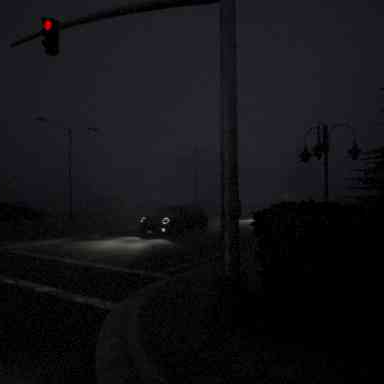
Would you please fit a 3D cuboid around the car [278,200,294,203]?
[{"bbox_3d":[9.587,1.625,34.261,2.128,1.511,4.902,-1,-1,35],"label":"car"}]

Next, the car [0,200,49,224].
[{"bbox_3d":[-13.725,1.633,25.274,2.007,1.523,4.514,-1,0,35],"label":"car"}]

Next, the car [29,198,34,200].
[{"bbox_3d":[-21.617,1.784,40.115,1.845,1.501,3.633,-1,0,35],"label":"car"}]

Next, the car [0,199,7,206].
[{"bbox_3d":[-39.502,2.099,65.800,2.007,1.523,4.514,-1,0,35],"label":"car"}]

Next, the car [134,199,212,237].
[{"bbox_3d":[-0.934,1.484,18.987,2.097,1.767,4.553,-1,0,34],"label":"car"}]

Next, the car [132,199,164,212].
[{"bbox_3d":[-5.487,1.711,42.231,1.970,1.475,3.806,-1,0,35],"label":"car"}]

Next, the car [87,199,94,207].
[{"bbox_3d":[-16.543,1.616,58.709,1.905,1.878,3.866,-1,0,35],"label":"car"}]

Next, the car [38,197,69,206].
[{"bbox_3d":[-27.018,1.839,66.052,2.152,1.636,5.027,-1,0,35],"label":"car"}]

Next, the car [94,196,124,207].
[{"bbox_3d":[-13.927,1.603,57.378,1.932,1.855,4.605,-1,0,35],"label":"car"}]

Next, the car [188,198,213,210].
[{"bbox_3d":[1.213,1.666,46.597,1.845,1.501,3.633,-1,0,35],"label":"car"}]

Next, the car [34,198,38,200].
[{"bbox_3d":[-32.457,1.991,69.470,1.970,1.475,3.806,-1,0,35],"label":"car"}]
